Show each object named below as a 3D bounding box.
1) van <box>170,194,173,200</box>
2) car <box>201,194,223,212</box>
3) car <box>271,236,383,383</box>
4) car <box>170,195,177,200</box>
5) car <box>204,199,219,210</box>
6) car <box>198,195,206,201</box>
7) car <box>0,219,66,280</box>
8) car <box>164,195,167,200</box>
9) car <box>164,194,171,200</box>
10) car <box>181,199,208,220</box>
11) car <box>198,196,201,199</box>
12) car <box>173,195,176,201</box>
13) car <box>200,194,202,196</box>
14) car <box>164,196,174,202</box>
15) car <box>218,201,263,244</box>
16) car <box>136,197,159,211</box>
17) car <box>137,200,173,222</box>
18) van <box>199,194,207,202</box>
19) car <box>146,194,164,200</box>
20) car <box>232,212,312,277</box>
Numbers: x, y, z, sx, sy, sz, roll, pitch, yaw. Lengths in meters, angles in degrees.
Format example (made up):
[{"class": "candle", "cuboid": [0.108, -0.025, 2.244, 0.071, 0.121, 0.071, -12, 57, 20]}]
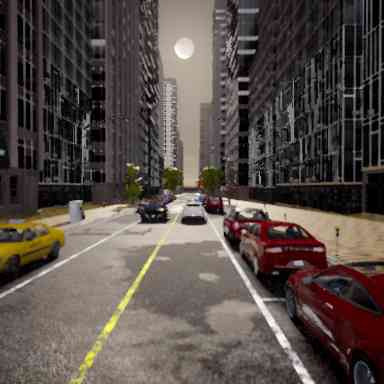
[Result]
[{"class": "van", "cuboid": [-5.309, 1.364, 66.569, 1.690, 1.788, 3.998, -1, 0, 0]}, {"class": "car", "cuboid": [2.529, 1.321, 38.354, 2.192, 1.841, 5.009, -1, 0, 0]}, {"class": "car", "cuboid": [2.524, 1.582, 4.461, 1.802, 1.307, 4.206, -1, 0, 0]}, {"class": "car", "cuboid": [-5.301, 1.591, 94.813, 1.887, 1.381, 4.507, -1, 0, 0]}, {"class": "car", "cuboid": [2.535, 1.591, 44.003, 1.802, 1.307, 4.206, -1, 0, 0]}, {"class": "car", "cuboid": [2.580, 1.592, 89.193, 2.008, 1.369, 4.403, -1, 0, 0]}, {"class": "car", "cuboid": [-5.323, 1.525, 9.915, 1.752, 1.417, 4.829, -1, 0, 0]}, {"class": "car", "cuboid": [-5.311, 1.563, 49.624, 2.008, 1.369, 4.403, -1, 0, 0]}, {"class": "car", "cuboid": [-5.308, 1.601, 60.921, 1.802, 1.307, 4.206, -1, 0, 0]}, {"class": "car", "cuboid": [0.106, 1.529, 27.654, 1.812, 1.442, 4.674, 0, 0, 0]}, {"class": "car", "cuboid": [0.112, 1.573, 43.712, 1.994, 1.385, 4.181, 0, 0, 0]}, {"class": "car", "cuboid": [-5.308, 1.342, 72.218, 2.192, 1.841, 5.009, -1, 0, 0]}, {"class": "car", "cuboid": [2.533, 1.327, 49.651, 2.192, 1.841, 5.009, -1, 0, 0]}, {"class": "car", "cuboid": [-5.303, 1.576, 77.867, 1.887, 1.381, 4.507, -1, 0, 0]}, {"class": "car", "cuboid": [2.525, 1.441, 15.759, 1.967, 1.590, 4.097, -1, 0, 0]}, {"class": "car", "cuboid": [-5.314, 1.557, 38.327, 2.008, 1.369, 4.403, -1, 0, 0]}, {"class": "car", "cuboid": [-2.841, 1.566, 26.291, 1.994, 1.385, 4.181, 0, 0, 0]}, {"class": "van", "cuboid": [2.574, 1.373, 77.895, 1.690, 1.788, 3.998, -1, 0, 0]}, {"class": "car", "cuboid": [-5.316, 1.324, 43.975, 2.192, 1.841, 5.009, -1, 0, 0]}, {"class": "car", "cuboid": [2.525, 1.545, 10.110, 1.887, 1.381, 4.507, -1, 0, 0]}]
